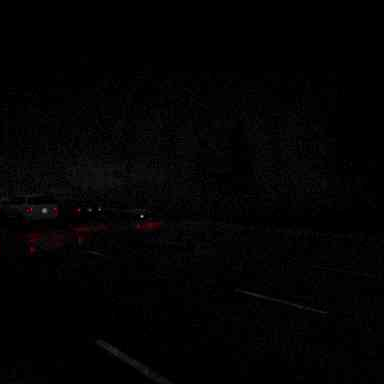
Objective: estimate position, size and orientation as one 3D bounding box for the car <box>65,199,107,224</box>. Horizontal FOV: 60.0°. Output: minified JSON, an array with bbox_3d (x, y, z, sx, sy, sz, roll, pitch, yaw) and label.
[{"bbox_3d":[-8.630,1.300,24.754,2.097,1.767,4.553,0,0,-45],"label":"car"}]

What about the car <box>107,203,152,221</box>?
[{"bbox_3d":[-5.312,1.530,26.389,1.895,1.301,4.718,0,0,-45],"label":"car"}]

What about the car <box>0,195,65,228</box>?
[{"bbox_3d":[-10.784,1.186,21.957,2.150,2.045,5.566,0,0,-45],"label":"car"}]
